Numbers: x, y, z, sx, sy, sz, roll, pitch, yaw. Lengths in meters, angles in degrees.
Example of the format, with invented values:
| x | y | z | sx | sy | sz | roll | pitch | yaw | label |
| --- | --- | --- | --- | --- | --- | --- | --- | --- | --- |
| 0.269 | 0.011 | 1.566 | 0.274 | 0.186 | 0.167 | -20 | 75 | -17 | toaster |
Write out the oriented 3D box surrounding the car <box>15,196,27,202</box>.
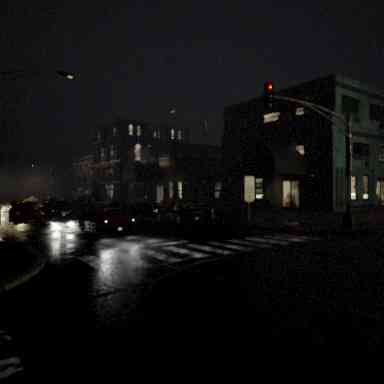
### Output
| x | y | z | sx | sy | sz | roll | pitch | yaw | label |
| --- | --- | --- | --- | --- | --- | --- | --- | --- | --- |
| -42.775 | 1.792 | 83.152 | 2.008 | 1.369 | 4.403 | -1 | 0 | -35 | car |

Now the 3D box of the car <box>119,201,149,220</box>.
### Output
| x | y | z | sx | sy | sz | roll | pitch | yaw | label |
| --- | --- | --- | --- | --- | --- | --- | --- | --- | --- |
| -4.057 | 1.503 | 27.650 | 1.947 | 1.339 | 4.313 | -1 | 0 | -35 | car |

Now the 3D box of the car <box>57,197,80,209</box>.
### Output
| x | y | z | sx | sy | sz | roll | pitch | yaw | label |
| --- | --- | --- | --- | --- | --- | --- | --- | --- | --- |
| -17.397 | 1.480 | 46.712 | 1.967 | 1.590 | 4.097 | -1 | 0 | -35 | car |

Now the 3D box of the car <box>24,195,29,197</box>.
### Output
| x | y | z | sx | sy | sz | roll | pitch | yaw | label |
| --- | --- | --- | --- | --- | --- | --- | --- | --- | --- |
| -33.370 | 1.691 | 69.615 | 1.752 | 1.417 | 4.829 | -1 | 0 | -35 | car |

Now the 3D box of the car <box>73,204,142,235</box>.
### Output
| x | y | z | sx | sy | sz | roll | pitch | yaw | label |
| --- | --- | --- | --- | --- | --- | --- | --- | --- | --- |
| -4.812 | 1.529 | 18.366 | 1.895 | 1.301 | 4.718 | 0 | 0 | -35 | car |

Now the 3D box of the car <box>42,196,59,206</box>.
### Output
| x | y | z | sx | sy | sz | roll | pitch | yaw | label |
| --- | --- | --- | --- | --- | --- | --- | --- | --- | --- |
| -23.773 | 1.530 | 55.799 | 1.967 | 1.590 | 4.097 | -1 | 0 | -35 | car |

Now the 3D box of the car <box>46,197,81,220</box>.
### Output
| x | y | z | sx | sy | sz | roll | pitch | yaw | label |
| --- | --- | --- | --- | --- | --- | --- | --- | --- | --- |
| -11.249 | 1.469 | 27.634 | 2.128 | 1.511 | 4.902 | 0 | 0 | -35 | car |

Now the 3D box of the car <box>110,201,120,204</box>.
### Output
| x | y | z | sx | sy | sz | roll | pitch | yaw | label |
| --- | --- | --- | --- | --- | --- | --- | --- | --- | --- |
| -7.184 | 1.543 | 32.151 | 1.802 | 1.307 | 4.206 | -1 | 0 | -35 | car |

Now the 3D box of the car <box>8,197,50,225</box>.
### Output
| x | y | z | sx | sy | sz | roll | pitch | yaw | label |
| --- | --- | --- | --- | --- | --- | --- | --- | --- | --- |
| -11.756 | 1.414 | 23.590 | 1.967 | 1.590 | 4.097 | -1 | 0 | -35 | car |

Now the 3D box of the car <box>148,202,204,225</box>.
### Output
| x | y | z | sx | sy | sz | roll | pitch | yaw | label |
| --- | --- | --- | --- | --- | --- | --- | --- | --- | --- |
| -0.929 | 1.464 | 23.148 | 2.008 | 1.369 | 4.403 | -1 | 0 | -35 | car |

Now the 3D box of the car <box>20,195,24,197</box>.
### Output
| x | y | z | sx | sy | sz | roll | pitch | yaw | label |
| --- | --- | --- | --- | --- | --- | --- | --- | --- | --- |
| -39.610 | 1.531 | 78.593 | 2.192 | 1.841 | 5.009 | -1 | 0 | -35 | car |

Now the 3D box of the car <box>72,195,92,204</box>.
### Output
| x | y | z | sx | sy | sz | roll | pitch | yaw | label |
| --- | --- | --- | --- | --- | --- | --- | --- | --- | --- |
| -14.204 | 1.330 | 42.172 | 2.192 | 1.841 | 5.009 | -1 | 0 | -35 | car |
